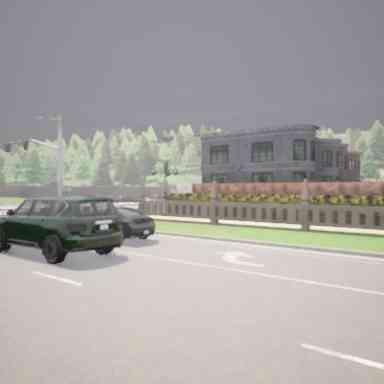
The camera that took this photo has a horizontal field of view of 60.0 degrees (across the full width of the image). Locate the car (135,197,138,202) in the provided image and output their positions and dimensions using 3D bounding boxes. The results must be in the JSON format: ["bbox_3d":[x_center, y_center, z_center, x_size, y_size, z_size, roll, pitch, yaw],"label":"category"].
[{"bbox_3d":[-11.791,1.262,58.200,2.033,1.411,5.357,0,0,37],"label":"car"}]

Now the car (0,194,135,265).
[{"bbox_3d":[-4.865,1.151,11.714,5.566,2.045,2.150,0,0,35],"label":"car"}]

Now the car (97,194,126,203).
[{"bbox_3d":[-14.580,1.183,60.297,2.128,1.511,4.902,0,0,37],"label":"car"}]

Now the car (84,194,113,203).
[{"bbox_3d":[-17.424,1.146,62.301,1.882,1.535,5.008,0,0,37],"label":"car"}]

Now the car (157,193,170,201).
[{"bbox_3d":[-4.835,1.192,73.583,1.837,1.490,4.892,0,0,36],"label":"car"}]

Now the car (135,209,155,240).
[{"bbox_3d":[-3.874,1.426,15.316,4.892,1.490,1.837,0,0,36],"label":"car"}]

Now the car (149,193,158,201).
[{"bbox_3d":[-7.761,1.021,75.509,2.097,1.767,4.553,0,0,36],"label":"car"}]
